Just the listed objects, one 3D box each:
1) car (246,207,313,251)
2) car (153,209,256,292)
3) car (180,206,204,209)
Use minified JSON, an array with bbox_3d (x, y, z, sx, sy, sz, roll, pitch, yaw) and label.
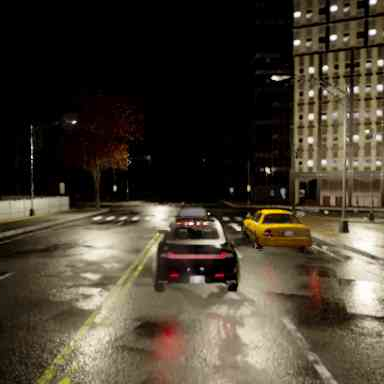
[{"bbox_3d":[3.288,1.379,13.726,1.801,1.575,5.366,0,0,1],"label":"car"},{"bbox_3d":[0.081,1.442,8.757,2.128,1.511,4.902,0,0,0],"label":"car"},{"bbox_3d":[0.007,1.450,17.779,2.033,1.411,5.357,0,0,0],"label":"car"}]
